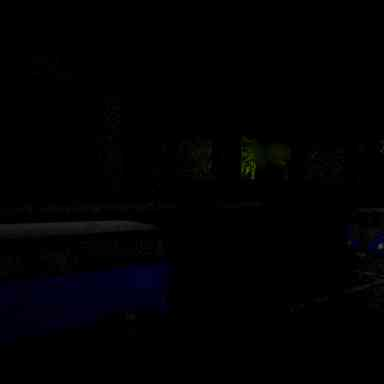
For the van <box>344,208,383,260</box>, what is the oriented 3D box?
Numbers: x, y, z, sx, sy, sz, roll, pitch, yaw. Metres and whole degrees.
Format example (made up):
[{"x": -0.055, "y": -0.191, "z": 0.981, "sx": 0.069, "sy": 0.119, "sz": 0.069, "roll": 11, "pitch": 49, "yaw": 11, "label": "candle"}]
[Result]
[{"x": 6.922, "y": 1.422, "z": 11.480, "sx": 3.998, "sy": 1.788, "sz": 1.690, "roll": 0, "pitch": 0, "yaw": -36, "label": "van"}]

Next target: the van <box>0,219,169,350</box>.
[{"x": -2.287, "y": 1.347, "z": 4.905, "sx": 3.998, "sy": 1.788, "sz": 1.690, "roll": 0, "pitch": 0, "yaw": -36, "label": "van"}]
